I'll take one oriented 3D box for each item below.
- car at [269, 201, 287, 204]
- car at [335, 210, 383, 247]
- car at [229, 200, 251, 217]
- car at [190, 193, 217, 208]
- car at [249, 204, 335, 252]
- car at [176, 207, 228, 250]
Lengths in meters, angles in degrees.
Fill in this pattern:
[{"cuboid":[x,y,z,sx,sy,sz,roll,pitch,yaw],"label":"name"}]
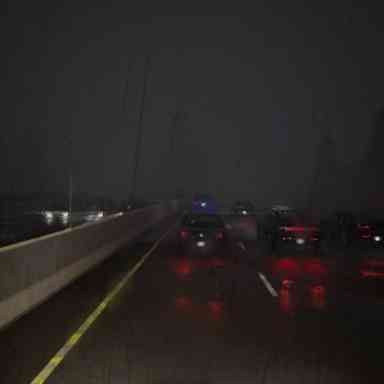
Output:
[{"cuboid":[8.087,1.558,31.493,1.812,1.442,4.674,1,0,2],"label":"car"},{"cuboid":[7.495,1.592,15.683,1.837,1.490,4.892,1,0,2],"label":"car"},{"cuboid":[4.561,1.469,30.623,1.837,1.490,4.892,1,0,2],"label":"car"},{"cuboid":[1.036,1.117,29.872,2.150,2.045,5.566,1,0,2],"label":"car"},{"cuboid":[3.935,1.513,14.135,2.128,1.511,4.902,1,0,2],"label":"car"},{"cuboid":[0.426,1.550,14.024,1.895,1.301,4.718,1,0,2],"label":"car"}]
